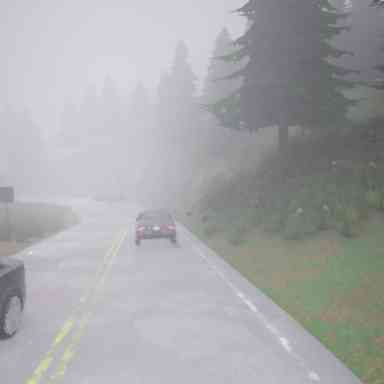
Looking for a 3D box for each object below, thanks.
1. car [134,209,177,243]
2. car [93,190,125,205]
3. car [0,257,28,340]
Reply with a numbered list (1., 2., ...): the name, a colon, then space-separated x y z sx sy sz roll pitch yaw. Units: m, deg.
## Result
1. car: -1.812 1.539 16.106 2.033 1.411 5.357 -1 0 -8
2. car: -9.367 0.507 37.318 2.128 1.511 4.902 -5 7 -42
3. car: -3.620 1.535 3.738 1.882 1.535 5.008 -1 0 -5
